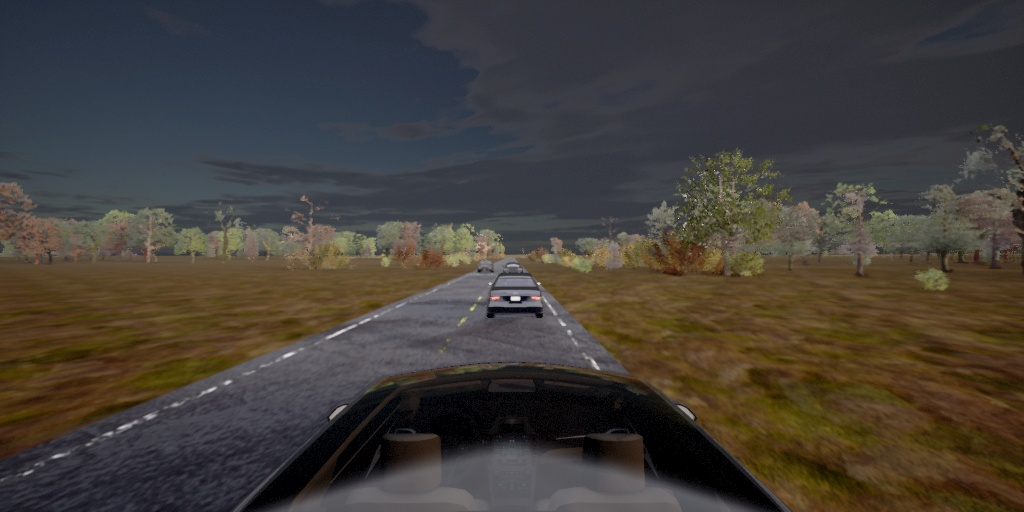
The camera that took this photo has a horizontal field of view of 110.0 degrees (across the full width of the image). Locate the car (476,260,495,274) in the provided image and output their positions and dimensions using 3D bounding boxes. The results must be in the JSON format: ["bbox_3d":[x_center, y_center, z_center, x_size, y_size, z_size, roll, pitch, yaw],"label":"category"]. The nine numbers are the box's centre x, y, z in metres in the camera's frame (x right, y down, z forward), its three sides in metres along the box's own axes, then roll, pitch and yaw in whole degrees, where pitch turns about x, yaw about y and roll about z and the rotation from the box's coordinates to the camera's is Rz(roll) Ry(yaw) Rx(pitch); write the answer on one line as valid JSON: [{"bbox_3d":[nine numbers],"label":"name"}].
[{"bbox_3d":[-3.024,1.255,42.231,1.837,1.490,4.892,0,-1,0],"label":"car"}]

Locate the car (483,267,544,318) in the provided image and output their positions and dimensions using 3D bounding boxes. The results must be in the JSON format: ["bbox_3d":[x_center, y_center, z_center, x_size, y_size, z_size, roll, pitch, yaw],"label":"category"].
[{"bbox_3d":[0.099,1.297,13.019,2.033,1.411,5.357,0,0,0],"label":"car"}]

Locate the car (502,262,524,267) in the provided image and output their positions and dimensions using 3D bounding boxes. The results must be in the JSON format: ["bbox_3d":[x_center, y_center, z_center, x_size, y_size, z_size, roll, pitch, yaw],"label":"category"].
[{"bbox_3d":[0.095,1.274,32.409,1.812,1.442,4.674,0,0,0],"label":"car"}]
